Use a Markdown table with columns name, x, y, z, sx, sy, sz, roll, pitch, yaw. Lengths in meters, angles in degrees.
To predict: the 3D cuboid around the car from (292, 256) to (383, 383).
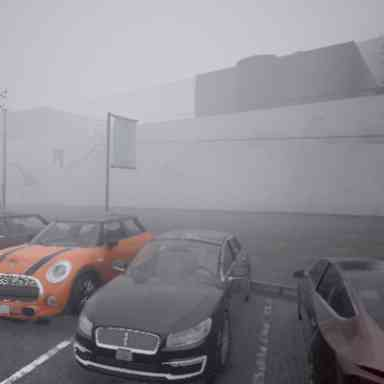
| name | x | y | z | sx | sy | sz | roll | pitch | yaw |
| --- | --- | --- | --- | --- | --- | --- | --- | --- | --- |
| car | 2.378 | 1.517 | 4.132 | 2.163 | 1.488 | 4.792 | 0 | -1 | 15 |

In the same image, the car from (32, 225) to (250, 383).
| name | x | y | z | sx | sy | sz | roll | pitch | yaw |
| --- | --- | --- | --- | --- | --- | --- | --- | --- | --- |
| car | -0.063 | 1.481 | 5.849 | 2.231 | 1.521 | 4.892 | 1 | -1 | 15 |

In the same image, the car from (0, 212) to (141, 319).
| name | x | y | z | sx | sy | sz | roll | pitch | yaw |
| --- | --- | --- | --- | --- | --- | --- | --- | --- | --- |
| car | -2.499 | 1.349 | 7.617 | 2.185 | 1.767 | 4.553 | 1 | -1 | 15 |
